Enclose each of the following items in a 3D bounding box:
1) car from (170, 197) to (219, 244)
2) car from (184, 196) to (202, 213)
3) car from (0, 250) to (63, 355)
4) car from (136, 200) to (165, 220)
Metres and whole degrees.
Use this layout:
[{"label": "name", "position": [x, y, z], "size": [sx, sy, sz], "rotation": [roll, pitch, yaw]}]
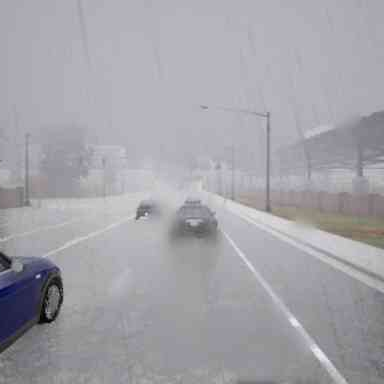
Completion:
[{"label": "car", "position": [0.099, 1.325, 15.841], "size": [2.097, 1.767, 4.553], "rotation": [0, 0, 0]}, {"label": "car", "position": [0.100, 1.305, 36.154], "size": [1.882, 1.535, 5.008], "rotation": [0, 0, 0]}, {"label": "car", "position": [-3.402, 1.347, 4.265], "size": [2.097, 1.767, 4.553], "rotation": [0, 0, 0]}, {"label": "car", "position": [-3.401, 1.419, 27.270], "size": [1.837, 1.490, 4.892], "rotation": [0, 0, 0]}]
